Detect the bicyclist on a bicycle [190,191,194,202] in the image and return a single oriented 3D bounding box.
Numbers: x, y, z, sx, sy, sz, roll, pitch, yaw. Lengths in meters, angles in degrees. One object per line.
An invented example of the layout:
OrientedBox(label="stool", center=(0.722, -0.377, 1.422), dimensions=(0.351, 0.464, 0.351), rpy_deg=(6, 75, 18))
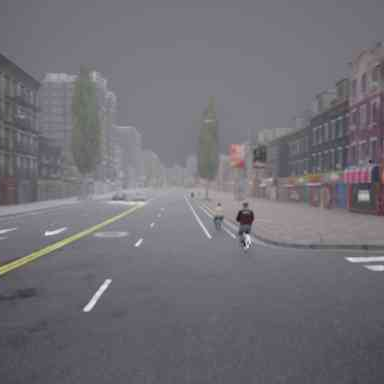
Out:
OrientedBox(label="bicyclist on a bicycle", center=(0.047, 0.767, 52.332), dimensions=(0.659, 1.776, 1.843), rpy_deg=(0, 1, -2))

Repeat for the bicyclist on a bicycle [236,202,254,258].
OrientedBox(label="bicyclist on a bicycle", center=(1.729, 1.212, 11.010), dimensions=(0.659, 1.776, 1.843), rpy_deg=(1, -1, -2))

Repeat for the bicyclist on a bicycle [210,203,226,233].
OrientedBox(label="bicyclist on a bicycle", center=(1.455, 1.399, 18.181), dimensions=(0.866, 1.612, 1.509), rpy_deg=(1, 0, -3))

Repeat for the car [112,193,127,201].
OrientedBox(label="car", center=(-12.104, 0.790, 55.731), dimensions=(1.994, 1.385, 4.181), rpy_deg=(0, 1, -2))

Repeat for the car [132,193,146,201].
OrientedBox(label="car", center=(-8.856, 0.852, 55.834), dimensions=(1.895, 1.301, 4.718), rpy_deg=(0, 1, -2))
